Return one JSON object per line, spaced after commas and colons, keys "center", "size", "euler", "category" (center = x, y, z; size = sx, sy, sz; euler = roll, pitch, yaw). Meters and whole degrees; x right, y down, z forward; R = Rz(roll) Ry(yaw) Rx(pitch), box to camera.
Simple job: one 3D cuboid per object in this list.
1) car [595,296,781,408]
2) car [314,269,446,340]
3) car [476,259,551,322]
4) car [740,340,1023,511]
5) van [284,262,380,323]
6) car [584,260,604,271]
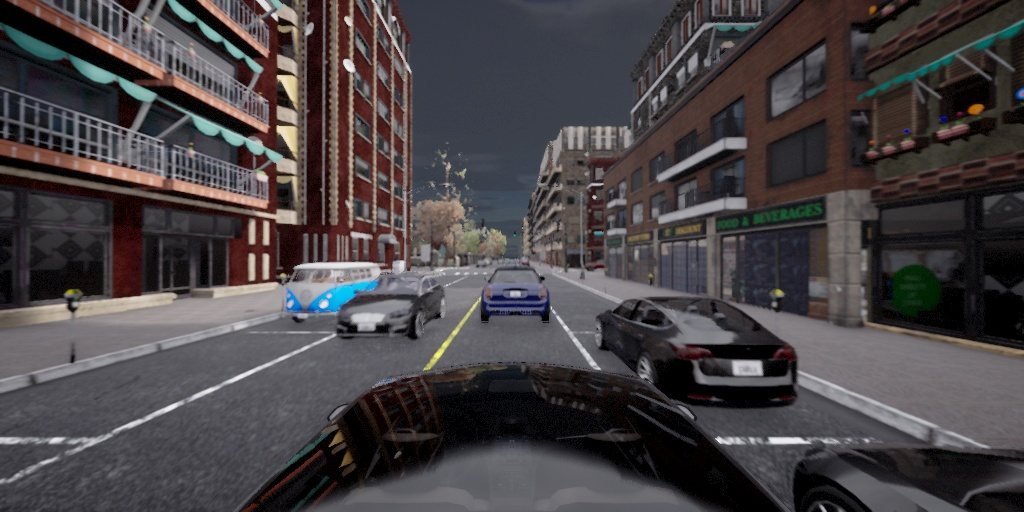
{"center": [2.692, 1.321, 6.182], "size": [1.948, 1.339, 4.313], "euler": [0, 0, 0], "category": "car"}
{"center": [-3.097, 1.252, 10.088], "size": [2.128, 1.511, 4.902], "euler": [0, 0, 0], "category": "car"}
{"center": [0.101, 1.116, 12.462], "size": [2.097, 1.767, 4.553], "euler": [0, 0, 0], "category": "car"}
{"center": [2.691, 1.314, 0.520], "size": [1.948, 1.339, 4.313], "euler": [0, 0, 0], "category": "car"}
{"center": [-5.687, 1.104, 11.845], "size": [1.690, 1.789, 3.998], "euler": [0, 0, 0], "category": "van"}
{"center": [13.463, 1.447, 54.547], "size": [5.009, 1.841, 2.192], "euler": [0, 0, -1], "category": "car"}
